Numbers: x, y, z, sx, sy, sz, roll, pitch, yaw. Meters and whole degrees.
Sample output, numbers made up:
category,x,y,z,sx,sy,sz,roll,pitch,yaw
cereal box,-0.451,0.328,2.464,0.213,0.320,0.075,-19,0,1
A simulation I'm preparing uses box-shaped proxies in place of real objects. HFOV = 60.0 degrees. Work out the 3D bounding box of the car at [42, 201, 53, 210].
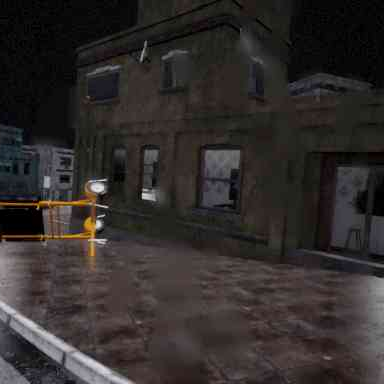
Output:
category,x,y,z,sx,sy,sz,roll,pitch,yaw
car,-22.495,1.930,48.504,2.033,1.411,5.357,4,-1,10

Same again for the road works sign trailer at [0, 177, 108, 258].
category,x,y,z,sx,sy,sz,roll,pitch,yaw
road works sign trailer,-4.869,1.155,11.785,3.560,2.380,2.880,2,43,-17
